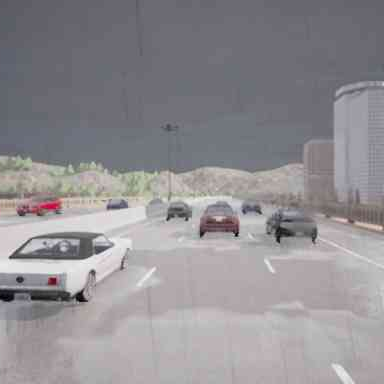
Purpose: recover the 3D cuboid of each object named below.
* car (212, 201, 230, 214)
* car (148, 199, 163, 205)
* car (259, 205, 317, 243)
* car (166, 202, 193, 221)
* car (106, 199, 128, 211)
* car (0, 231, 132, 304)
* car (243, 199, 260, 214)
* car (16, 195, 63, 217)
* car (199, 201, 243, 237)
[{"bbox_3d":[3.518,1.825,40.237,2.033,1.411,5.357,0,0,5],"label":"car"},{"bbox_3d":[-5.860,1.863,54.129,1.837,1.490,4.892,0,-1,6],"label":"car"},{"bbox_3d":[4.884,1.605,16.822,2.128,1.511,4.902,0,0,5],"label":"car"},{"bbox_3d":[-1.037,1.676,28.975,1.837,1.490,4.892,0,0,5],"label":"car"},{"bbox_3d":[-10.202,1.739,45.653,1.882,1.535,5.008,0,-1,6],"label":"car"},{"bbox_3d":[-2.897,1.630,8.237,1.895,1.301,4.718,0,0,4],"label":"car"},{"bbox_3d":[6.969,1.639,39.556,2.097,1.767,4.553,0,0,5],"label":"car"},{"bbox_3d":[-14.914,1.361,32.985,2.150,2.045,5.566,0,0,5],"label":"car"},{"bbox_3d":[1.581,1.466,19.125,2.097,1.767,4.553,0,0,5],"label":"car"}]
